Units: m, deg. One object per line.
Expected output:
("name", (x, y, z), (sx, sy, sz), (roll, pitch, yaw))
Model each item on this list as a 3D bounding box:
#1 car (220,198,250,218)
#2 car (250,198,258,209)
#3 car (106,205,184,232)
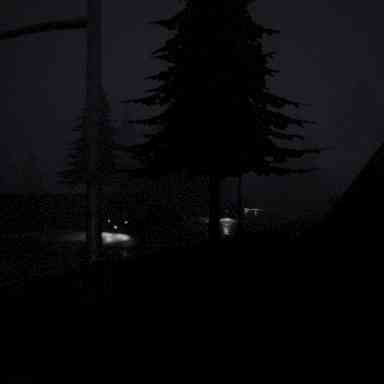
("car", (3.381, 1.539, 30.810), (2.033, 1.411, 5.357), (0, 0, 25))
("car", (8.109, 1.536, 46.092), (2.033, 1.411, 5.357), (0, 0, 10))
("car", (-2.678, 1.539, 20.417), (2.033, 1.411, 5.357), (0, 0, 35))
